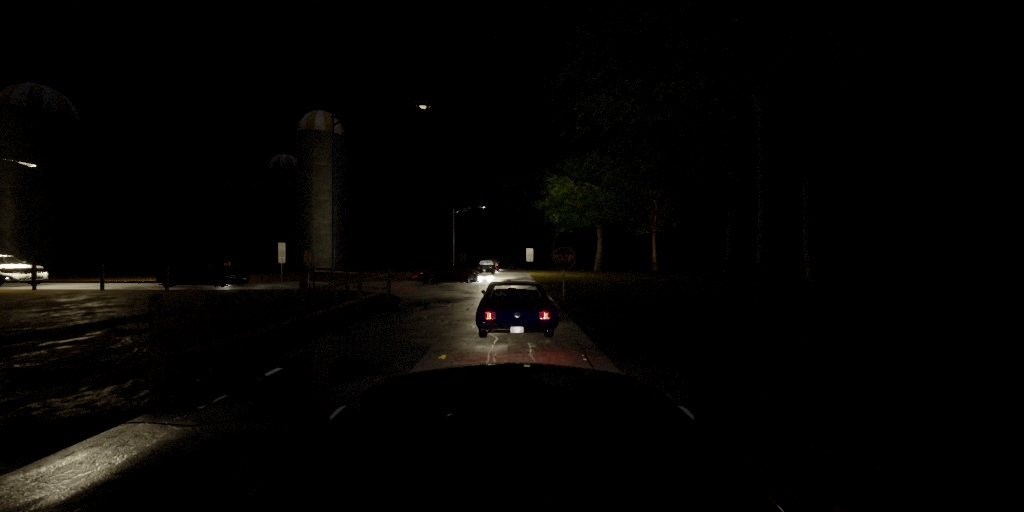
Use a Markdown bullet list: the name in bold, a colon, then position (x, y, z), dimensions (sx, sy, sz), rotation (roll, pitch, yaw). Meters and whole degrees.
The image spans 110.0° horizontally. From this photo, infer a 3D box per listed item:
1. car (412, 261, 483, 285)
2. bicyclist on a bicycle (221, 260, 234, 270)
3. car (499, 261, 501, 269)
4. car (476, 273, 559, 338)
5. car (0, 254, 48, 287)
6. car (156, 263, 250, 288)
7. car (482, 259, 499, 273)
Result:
- **car**: position (-4.730, 1.261, 25.518), dimensions (4.674, 1.442, 1.812), rotation (0, 1, -32)
- **bicyclist on a bicycle**: position (-22.745, 1.134, 28.692), dimensions (0.582, 1.620, 1.656), rotation (0, 0, 0)
- **car**: position (-2.852, 1.171, 49.879), dimensions (2.097, 1.767, 4.553), rotation (0, 0, 0)
- **car**: position (0.057, 1.350, 10.179), dimensions (1.895, 1.301, 4.718), rotation (0, 0, -2)
- **car**: position (-33.079, 0.887, 22.636), dimensions (5.566, 2.045, 2.150), rotation (1, 0, 0)
- **car**: position (-19.468, 1.182, 22.740), dimensions (5.008, 1.535, 1.882), rotation (0, 0, 0)
- **car**: position (-2.853, 1.269, 39.873), dimensions (2.128, 1.511, 4.902), rotation (0, 0, 0)
